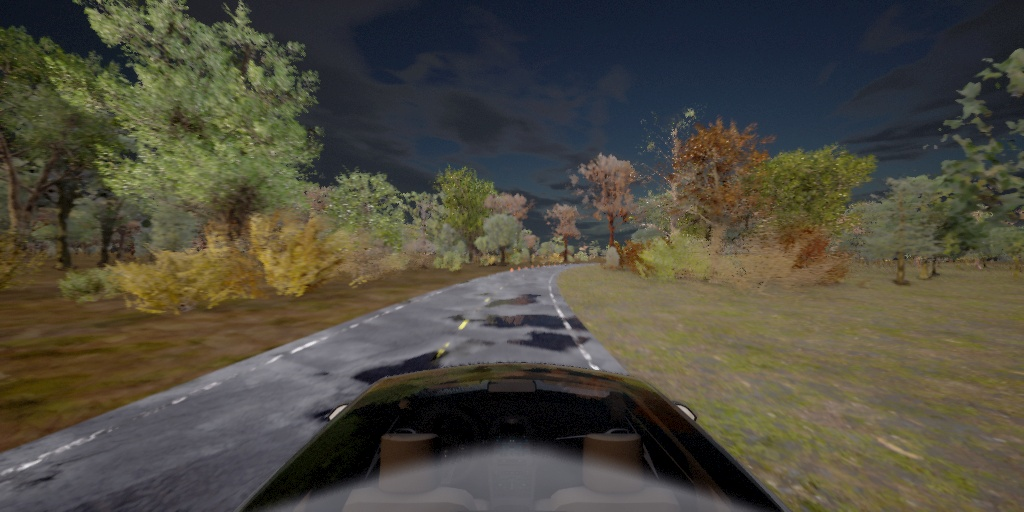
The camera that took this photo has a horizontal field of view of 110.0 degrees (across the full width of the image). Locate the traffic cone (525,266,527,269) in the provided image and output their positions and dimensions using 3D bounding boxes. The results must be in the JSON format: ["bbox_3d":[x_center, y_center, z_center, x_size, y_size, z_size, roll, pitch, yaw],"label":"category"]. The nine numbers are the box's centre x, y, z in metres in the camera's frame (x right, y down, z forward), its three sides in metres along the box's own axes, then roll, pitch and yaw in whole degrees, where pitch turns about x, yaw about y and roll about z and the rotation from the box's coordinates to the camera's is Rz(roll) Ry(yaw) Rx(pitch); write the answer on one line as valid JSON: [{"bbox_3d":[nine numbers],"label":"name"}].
[{"bbox_3d":[2.142,1.733,55.798,0.340,0.580,0.340,0,0,14],"label":"traffic cone"}]

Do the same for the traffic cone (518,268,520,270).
[{"bbox_3d":[0.998,1.722,50.869,0.340,0.580,0.340,0,0,12],"label":"traffic cone"}]

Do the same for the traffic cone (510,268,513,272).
[{"bbox_3d":[-0.034,1.712,45.914,0.340,0.580,0.340,0,0,11],"label":"traffic cone"}]

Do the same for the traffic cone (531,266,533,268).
[{"bbox_3d":[3.397,1.745,60.701,0.340,0.580,0.340,0,0,15],"label":"traffic cone"}]
